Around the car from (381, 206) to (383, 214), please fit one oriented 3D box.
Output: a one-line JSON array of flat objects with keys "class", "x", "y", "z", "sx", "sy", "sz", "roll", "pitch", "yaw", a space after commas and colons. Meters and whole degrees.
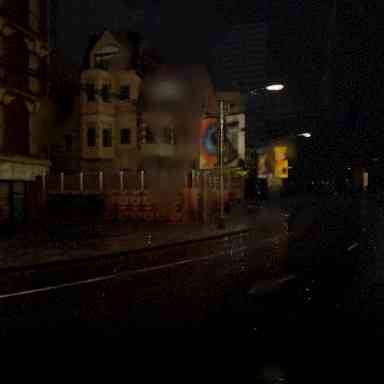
[{"class": "car", "x": 19.926, "y": 1.573, "z": 32.269, "sx": 1.994, "sy": 1.385, "sz": 4.181, "roll": 0, "pitch": 0, "yaw": 15}]
